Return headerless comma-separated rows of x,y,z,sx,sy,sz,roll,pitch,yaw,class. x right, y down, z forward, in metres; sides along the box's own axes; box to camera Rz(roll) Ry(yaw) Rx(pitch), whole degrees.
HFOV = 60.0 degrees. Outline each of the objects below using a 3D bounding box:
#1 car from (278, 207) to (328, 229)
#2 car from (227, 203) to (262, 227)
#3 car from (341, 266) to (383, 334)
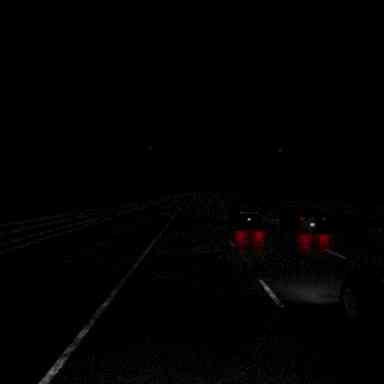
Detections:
7.122,1.643,21.868,1.895,1.301,4.718,0,0,0,car
3.624,1.537,23.493,2.128,1.511,4.902,0,0,0,car
3.604,1.534,4.108,1.812,1.442,4.674,0,0,0,car
